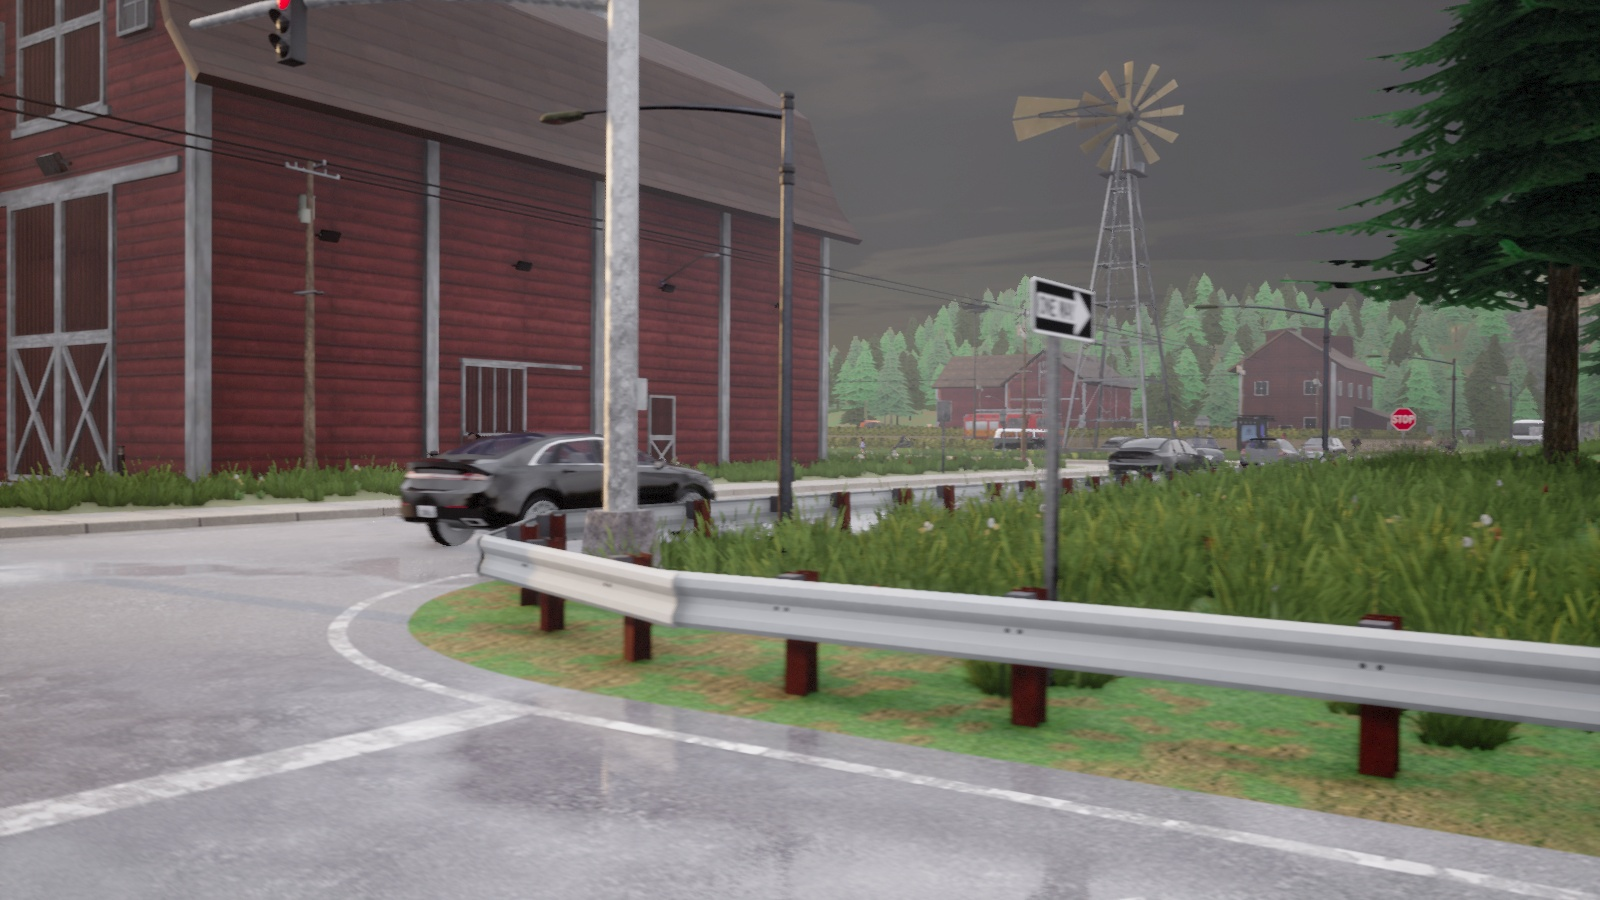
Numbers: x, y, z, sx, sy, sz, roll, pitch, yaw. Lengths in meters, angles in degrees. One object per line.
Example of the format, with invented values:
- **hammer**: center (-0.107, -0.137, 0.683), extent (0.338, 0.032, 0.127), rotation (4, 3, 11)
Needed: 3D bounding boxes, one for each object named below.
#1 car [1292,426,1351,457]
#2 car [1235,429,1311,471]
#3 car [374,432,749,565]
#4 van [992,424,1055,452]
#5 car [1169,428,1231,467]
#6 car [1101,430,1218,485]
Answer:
- **car**: center (28.881, -0.499, 69.440), extent (2.033, 1.649, 4.856), rotation (0, 1, 35)
- **car**: center (17.849, -0.018, 47.312), extent (1.845, 1.501, 3.633), rotation (0, 1, 35)
- **car**: center (-3.032, 0.527, 17.063), extent (2.128, 1.511, 4.902), rotation (0, 1, 35)
- **van**: center (16.556, -0.880, 93.072), extent (4.480, 2.038, 2.069), rotation (-1, 1, 8)
- **car**: center (16.582, -0.126, 52.213), extent (2.128, 1.511, 4.902), rotation (0, 1, 14)
- **car**: center (10.619, 0.182, 36.846), extent (1.837, 1.490, 4.892), rotation (0, 1, 35)
